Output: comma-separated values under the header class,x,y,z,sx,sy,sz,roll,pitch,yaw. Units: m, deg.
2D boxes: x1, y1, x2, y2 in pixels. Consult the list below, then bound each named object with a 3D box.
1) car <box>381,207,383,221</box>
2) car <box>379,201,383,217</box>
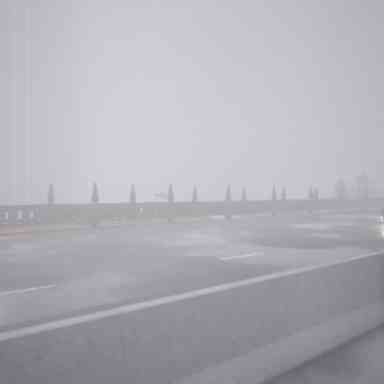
class,x,y,z,sx,sy,sz,roll,pitch,yaw
car,15.595,1.322,23.711,4.553,1.767,2.097,0,0,-35
car,19.281,1.534,30.635,4.181,1.385,1.994,0,0,-35
